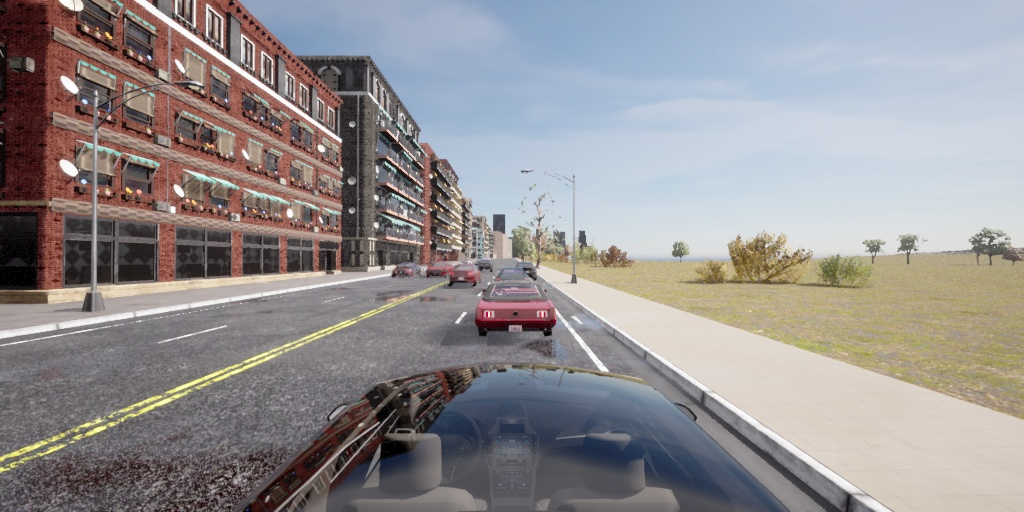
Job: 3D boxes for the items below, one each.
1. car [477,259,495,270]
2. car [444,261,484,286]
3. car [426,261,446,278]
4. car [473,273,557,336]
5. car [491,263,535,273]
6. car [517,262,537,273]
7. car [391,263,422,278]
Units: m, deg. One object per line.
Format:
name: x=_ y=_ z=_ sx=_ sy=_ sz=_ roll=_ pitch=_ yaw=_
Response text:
car: x=-3.260 y=1.255 z=44.725 sx=1.837 sy=1.490 sz=4.892 roll=0 pitch=-1 yaw=0
car: x=-3.210 y=1.279 z=24.931 sx=1.812 sy=1.442 sz=4.674 roll=0 pitch=0 yaw=0
car: x=-6.683 y=1.231 z=33.549 sx=1.882 sy=1.535 sz=5.008 roll=0 pitch=0 yaw=0
car: x=0.079 y=1.352 z=10.335 sx=1.895 sy=1.301 sz=4.718 roll=0 pitch=0 yaw=0
car: x=0.044 y=1.317 z=20.365 sx=1.994 sy=1.385 sz=4.181 roll=0 pitch=0 yaw=0
car: x=1.064 y=1.259 z=30.359 sx=1.837 sy=1.490 sz=4.892 roll=0 pitch=0 yaw=0
car: x=-9.934 y=1.318 z=34.030 sx=1.994 sy=1.385 sz=4.181 roll=0 pitch=0 yaw=0
